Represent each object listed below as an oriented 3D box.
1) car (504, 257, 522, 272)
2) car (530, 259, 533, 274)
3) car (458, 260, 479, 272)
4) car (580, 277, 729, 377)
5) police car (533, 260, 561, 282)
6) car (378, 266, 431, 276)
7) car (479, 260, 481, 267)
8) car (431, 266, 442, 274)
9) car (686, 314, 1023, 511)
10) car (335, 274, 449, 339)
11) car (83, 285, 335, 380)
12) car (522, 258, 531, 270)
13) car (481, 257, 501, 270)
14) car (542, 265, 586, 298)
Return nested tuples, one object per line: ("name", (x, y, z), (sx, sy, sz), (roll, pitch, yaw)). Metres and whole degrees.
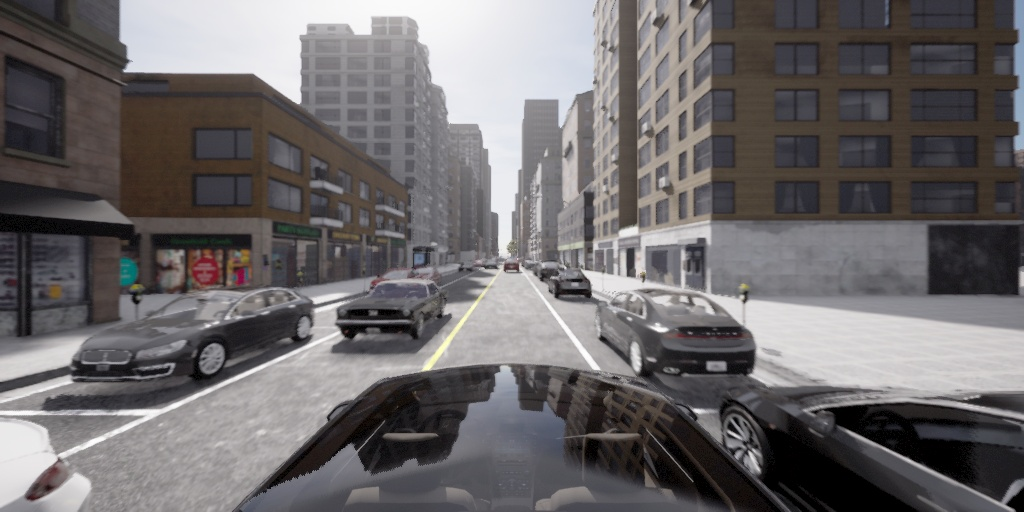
("car", (-0.071, 1.220, 45.348), (1.882, 1.535, 5.008), (0, 0, -1))
("car", (3.092, 1.285, 36.258), (1.812, 1.442, 4.674), (0, 0, 0))
("car", (-5.740, 1.331, 45.827), (1.948, 1.339, 4.313), (0, 0, 0))
("car", (2.851, 1.302, 7.189), (2.007, 1.370, 4.403), (0, 0, 0))
("police car", (3.089, 1.183, 29.368), (1.930, 1.638, 5.238), (0, 0, 0))
("car", (-5.694, 1.304, 18.202), (1.888, 1.381, 4.507), (0, 0, 0))
("car", (-5.768, 1.351, 62.403), (1.802, 1.307, 4.207), (0, 0, 0))
("car", (-5.703, 1.342, 23.727), (1.802, 1.307, 4.207), (0, 0, 0))
("car", (2.859, 1.315, 1.665), (1.948, 1.339, 4.313), (0, 0, 0))
("car", (-3.102, 1.356, 10.218), (1.895, 1.301, 4.718), (0, 0, 0))
("car", (-5.675, 1.305, 7.152), (2.007, 1.370, 4.403), (0, 0, 0))
("car", (2.777, 1.313, 51.378), (2.007, 1.370, 4.403), (0, 0, 0))
("car", (-3.150, 1.244, 53.971), (1.882, 1.535, 5.008), (0, 0, 0))
("car", (2.832, 1.321, 18.236), (1.948, 1.339, 4.313), (0, 0, 0))
